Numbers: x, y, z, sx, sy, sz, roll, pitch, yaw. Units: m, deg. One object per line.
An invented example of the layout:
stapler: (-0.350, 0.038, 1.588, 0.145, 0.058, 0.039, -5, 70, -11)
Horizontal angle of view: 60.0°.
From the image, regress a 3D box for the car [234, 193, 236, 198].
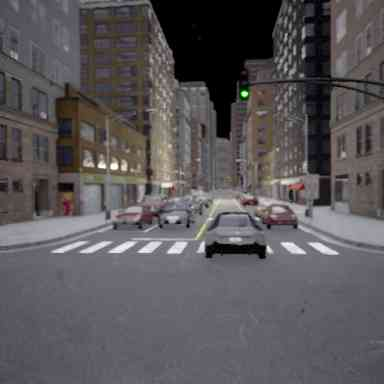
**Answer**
car: (8.896, 1.001, 58.127, 2.008, 1.369, 4.403, -1, 0, 6)

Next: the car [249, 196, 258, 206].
car: (5.591, 1.254, 25.082, 1.752, 1.417, 4.829, -1, 0, 6)

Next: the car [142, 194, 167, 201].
car: (-2.916, 1.126, 25.735, 2.192, 1.841, 5.009, -1, 0, 6)

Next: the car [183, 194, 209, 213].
car: (0.114, 1.238, 29.986, 2.128, 1.511, 4.902, -1, 0, 6)

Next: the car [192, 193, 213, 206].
car: (1.114, 1.189, 39.628, 1.812, 1.442, 4.674, -1, 0, 6)

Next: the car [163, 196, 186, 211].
car: (-1.820, 1.241, 36.641, 1.752, 1.417, 4.829, -1, 0, 6)

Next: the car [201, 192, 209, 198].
car: (3.736, 0.814, 92.184, 1.947, 1.339, 4.313, -1, 0, 6)

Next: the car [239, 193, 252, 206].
car: (7.235, 1.131, 41.519, 1.887, 1.381, 4.507, -1, 0, 6)

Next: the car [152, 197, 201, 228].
car: (-0.829, 1.322, 20.635, 2.128, 1.511, 4.902, -1, 0, 6)

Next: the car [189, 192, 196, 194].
car: (-0.696, 1.172, 47.884, 2.008, 1.369, 4.403, -1, 0, 6)

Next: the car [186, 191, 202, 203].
car: (0.406, 0.846, 58.958, 2.192, 1.841, 5.009, -1, 0, 6)

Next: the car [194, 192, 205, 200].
car: (1.517, 0.881, 70.033, 1.967, 1.590, 4.097, -1, 0, 6)

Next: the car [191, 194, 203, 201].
car: (0.966, 1.031, 64.496, 1.887, 1.381, 4.507, -1, 0, 6)

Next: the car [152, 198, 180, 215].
car: (-2.357, 1.307, 31.273, 1.887, 1.381, 4.507, -1, 0, 6)

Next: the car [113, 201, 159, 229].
car: (-3.463, 1.443, 20.200, 1.802, 1.307, 4.206, -1, 0, 6)

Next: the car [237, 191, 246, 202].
car: (7.786, 0.980, 47.054, 1.967, 1.590, 4.097, -1, 0, 6)

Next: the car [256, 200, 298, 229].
car: (5.022, 1.362, 19.378, 1.802, 1.307, 4.206, -1, 0, 6)

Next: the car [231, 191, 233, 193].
car: (11.682, 0.741, 85.976, 1.752, 1.417, 4.829, -1, 0, 6)

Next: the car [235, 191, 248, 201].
car: (9.445, 0.721, 63.661, 2.192, 1.841, 5.009, -1, 0, 6)

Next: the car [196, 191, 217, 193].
car: (2.206, 1.068, 50.003, 2.128, 1.511, 4.902, -1, 0, 6)

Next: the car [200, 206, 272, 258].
car: (1.520, 1.410, 12.048, 1.994, 1.385, 4.181, -1, 0, 6)

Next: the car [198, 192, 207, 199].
car: (2.625, 0.787, 81.108, 1.967, 1.590, 4.097, -1, 0, 6)

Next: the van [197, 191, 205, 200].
van: (2.069, 0.735, 75.570, 1.690, 1.788, 3.998, -1, 0, 6)
